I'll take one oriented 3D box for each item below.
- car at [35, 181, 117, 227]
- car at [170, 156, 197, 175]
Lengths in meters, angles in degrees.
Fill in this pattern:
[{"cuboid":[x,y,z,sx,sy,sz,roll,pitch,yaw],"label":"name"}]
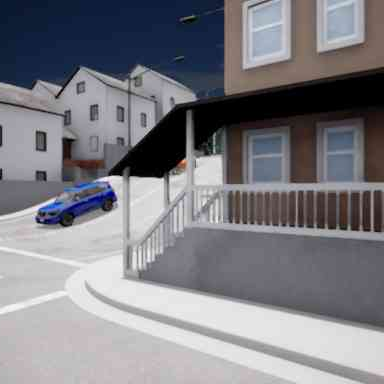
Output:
[{"cuboid":[-7.506,0.702,22.005,2.150,2.045,5.566,0,14,34],"label":"car"},{"cuboid":[-1.556,-2.720,30.753,2.097,1.767,4.553,0,16,35],"label":"car"}]
